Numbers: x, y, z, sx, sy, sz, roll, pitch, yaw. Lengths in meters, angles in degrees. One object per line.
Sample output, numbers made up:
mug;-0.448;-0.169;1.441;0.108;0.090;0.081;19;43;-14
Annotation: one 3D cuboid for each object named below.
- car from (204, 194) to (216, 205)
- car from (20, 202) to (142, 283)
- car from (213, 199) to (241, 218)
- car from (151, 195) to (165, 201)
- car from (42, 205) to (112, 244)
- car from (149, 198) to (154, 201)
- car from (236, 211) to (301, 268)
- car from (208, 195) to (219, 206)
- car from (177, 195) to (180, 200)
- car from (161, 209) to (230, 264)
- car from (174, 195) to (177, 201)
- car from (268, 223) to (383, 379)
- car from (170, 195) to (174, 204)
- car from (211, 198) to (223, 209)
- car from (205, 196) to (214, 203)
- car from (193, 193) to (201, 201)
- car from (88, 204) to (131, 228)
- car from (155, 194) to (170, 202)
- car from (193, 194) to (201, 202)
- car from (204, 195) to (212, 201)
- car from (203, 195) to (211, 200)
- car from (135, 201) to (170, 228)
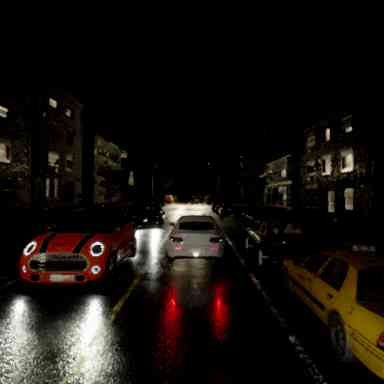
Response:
car;3.509;1.306;55.271;2.192;1.841;5.009;1;0;1
car;-2.976;1.324;9.657;2.097;1.767;4.553;0;0;1
car;3.090;1.555;27.609;2.008;1.369;4.403;1;0;1
car;-5.042;1.460;44.163;1.752;1.417;4.829;1;0;1
car;-5.457;1.475;16.501;1.752;1.417;4.829;1;0;1
car;-5.207;1.522;33.269;1.802;1.307;4.206;1;0;1
car;2.840;1.564;11.011;2.008;1.369;4.403;1;0;1
car;3.258;1.438;38.674;1.967;1.590;4.097;1;0;1
car;-4.505;1.449;84.537;1.752;1.417;4.829;1;0;1
car;0.152;1.523;11.680;1.812;1.442;4.674;0;0;1
car;-4.705;1.368;66.463;1.967;1.590;4.097;1;0;1
car;2.760;1.542;5.649;1.752;1.417;4.829;1;0;1
car;-4.791;1.511;60.931;1.802;1.307;4.206;1;0;1
car;3.172;1.583;33.142;1.802;1.307;4.206;1;0;1
car;3.758;1.532;71.562;1.887;1.381;4.507;1;0;1
car;1.242;1.230;84.052;2.097;1.767;4.553;0;0;1
car;-5.373;1.528;22.204;1.802;1.307;4.206;1;0;1
car;-4.953;1.247;49.866;2.192;1.841;5.009;1;0;1
car;1.085;1.460;73.664;1.837;1.490;4.892;0;0;1
car;3.980;1.511;82.797;1.752;1.417;4.829;1;0;1
car;4.143;1.536;91.016;2.008;1.369;4.403;1;0;1
car;-2.781;1.529;21.986;1.994;1.385;4.181;0;0;1
